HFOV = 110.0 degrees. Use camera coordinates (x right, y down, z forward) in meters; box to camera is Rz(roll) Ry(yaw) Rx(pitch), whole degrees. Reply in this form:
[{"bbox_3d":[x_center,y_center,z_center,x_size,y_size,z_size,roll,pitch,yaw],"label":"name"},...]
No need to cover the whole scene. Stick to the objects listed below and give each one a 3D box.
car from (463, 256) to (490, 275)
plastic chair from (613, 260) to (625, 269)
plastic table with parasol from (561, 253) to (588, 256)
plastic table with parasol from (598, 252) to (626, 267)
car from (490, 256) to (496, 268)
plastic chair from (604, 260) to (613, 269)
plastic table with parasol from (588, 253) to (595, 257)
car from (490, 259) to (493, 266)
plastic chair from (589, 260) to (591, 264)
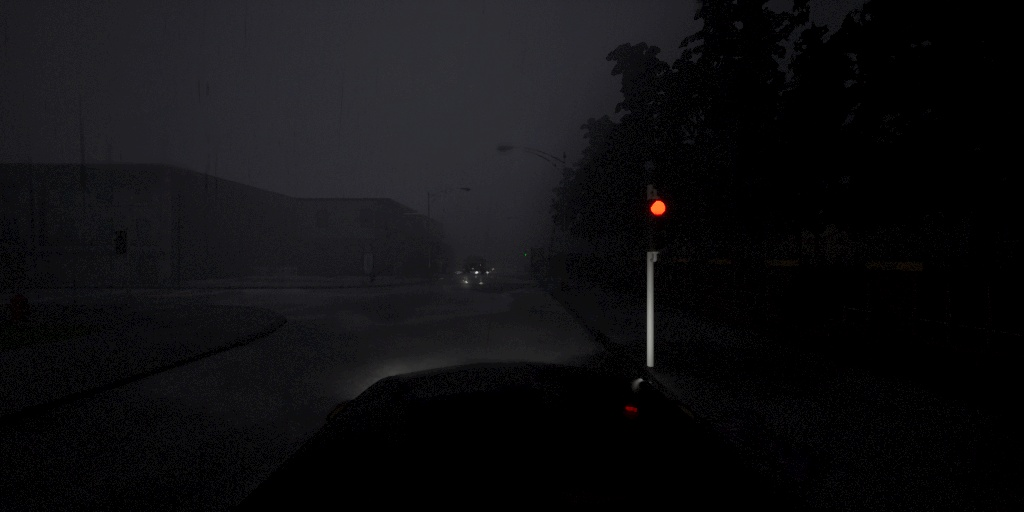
[{"bbox_3d":[-4.070,0.971,40.154,2.150,2.045,5.566,0,0,0],"label":"car"},{"bbox_3d":[16.066,1.296,54.095,0.750,1.272,0.730,0,0,-40],"label":"plastic chair"},{"bbox_3d":[10.016,0.684,57.837,2.482,2.480,2.482,0,0,-40],"label":"plastic table with parasol"},{"bbox_3d":[15.334,0.694,55.094,2.482,2.480,2.482,0,0,-40],"label":"plastic table with parasol"},{"bbox_3d":[-3.992,0.968,62.863,2.150,2.045,5.566,0,0,2],"label":"car"},{"bbox_3d":[14.359,1.306,54.193,0.730,1.272,0.750,0,0,-35],"label":"plastic chair"},{"bbox_3d":[14.718,0.673,63.308,2.482,2.480,2.482,0,0,-42],"label":"plastic table with parasol"},{"bbox_3d":[-4.056,1.351,50.331,1.895,1.301,4.718,0,0,0],"label":"car"},{"bbox_3d":[13.765,1.304,62.421,0.730,1.272,0.750,0,0,-35],"label":"plastic chair"}]
